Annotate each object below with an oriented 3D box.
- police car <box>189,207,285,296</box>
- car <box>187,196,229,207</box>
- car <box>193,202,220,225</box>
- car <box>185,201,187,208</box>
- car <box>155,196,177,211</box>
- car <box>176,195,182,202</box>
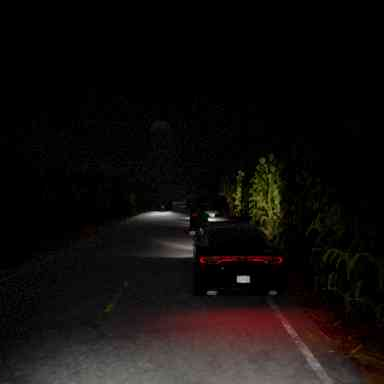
[{"bbox_3d":[0.961,1.425,8.798,1.930,1.638,5.238,0,0,0],"label":"police car"},{"bbox_3d":[0.964,1.221,18.718,2.150,2.045,5.566,0,0,0],"label":"car"},{"bbox_3d":[0.965,1.526,24.688,1.812,1.442,4.674,0,0,0],"label":"car"},{"bbox_3d":[0.025,1.547,46.780,2.033,1.411,5.357,0,0,1],"label":"car"},{"bbox_3d":[-3.291,1.491,39.783,2.128,1.511,4.902,0,0,0],"label":"car"},{"bbox_3d":[-3.172,1.477,74.502,1.882,1.535,5.008,0,0,0],"label":"car"}]
